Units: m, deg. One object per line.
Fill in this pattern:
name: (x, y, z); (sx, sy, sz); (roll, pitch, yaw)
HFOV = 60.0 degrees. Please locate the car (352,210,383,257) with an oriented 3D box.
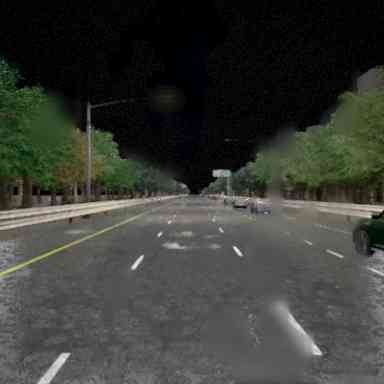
car: (7.000, 1.240, 9.932); (2.150, 2.045, 5.566); (0, 0, 0)

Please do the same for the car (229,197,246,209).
car: (7.122, 1.786, 50.141); (1.994, 1.385, 4.181); (0, 0, 0)

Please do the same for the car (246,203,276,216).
car: (7.050, 1.731, 33.851); (1.895, 1.301, 4.718); (0, 0, 0)

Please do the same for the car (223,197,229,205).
car: (7.215, 1.802, 65.630); (2.128, 1.511, 4.902); (0, 0, 0)
